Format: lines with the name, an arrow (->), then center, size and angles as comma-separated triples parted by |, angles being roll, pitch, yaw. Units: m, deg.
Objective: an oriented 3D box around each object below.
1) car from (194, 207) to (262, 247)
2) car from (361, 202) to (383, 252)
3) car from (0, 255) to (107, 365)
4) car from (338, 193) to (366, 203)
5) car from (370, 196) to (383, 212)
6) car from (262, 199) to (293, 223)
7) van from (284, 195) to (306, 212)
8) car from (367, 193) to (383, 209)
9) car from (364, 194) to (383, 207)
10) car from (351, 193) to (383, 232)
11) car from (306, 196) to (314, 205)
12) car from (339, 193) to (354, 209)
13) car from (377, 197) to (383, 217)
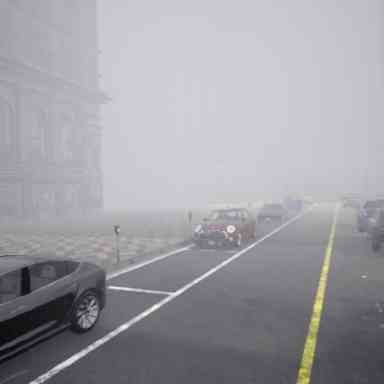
car -> 1.583, 1.483, 15.031 | 1.967, 1.590, 4.097 | -2, 0, 24
car -> 7.794, 1.333, 12.749 | 1.837, 1.490, 4.892 | -2, 0, 24
car -> -3.023, 1.695, 4.734 | 1.947, 1.339, 4.313 | -2, -1, 24
car -> 26.569, 0.944, 55.341 | 5.008, 1.535, 1.882 | -2, -1, -34
car -> 18.586, 1.139, 32.139 | 2.008, 1.369, 4.403 | -2, 0, 24
car -> 6.199, 1.520, 25.327 | 1.947, 1.339, 4.313 | -2, 0, 24
van -> 10.802, 1.204, 35.625 | 1.690, 1.788, 3.998 | -2, 0, 24
car -> 20.888, 0.982, 37.289 | 1.967, 1.590, 4.097 | -2, 0, 24
car -> 23.197, 1.045, 42.436 | 2.008, 1.369, 4.403 | -2, 0, 24
car -> 10.149, 1.135, 18.235 | 2.097, 1.767, 4.553 | -2, 0, 24
car -> 17.726, 1.272, 51.068 | 2.008, 1.369, 4.403 | -2, 0, 24
car -> 18.572, 1.174, 38.774 | 2.033, 1.411, 5.357 | -2, 0, 25
car -> 16.349, 1.159, 27.147 | 1.752, 1.417, 4.829 | -2, 0, 24
